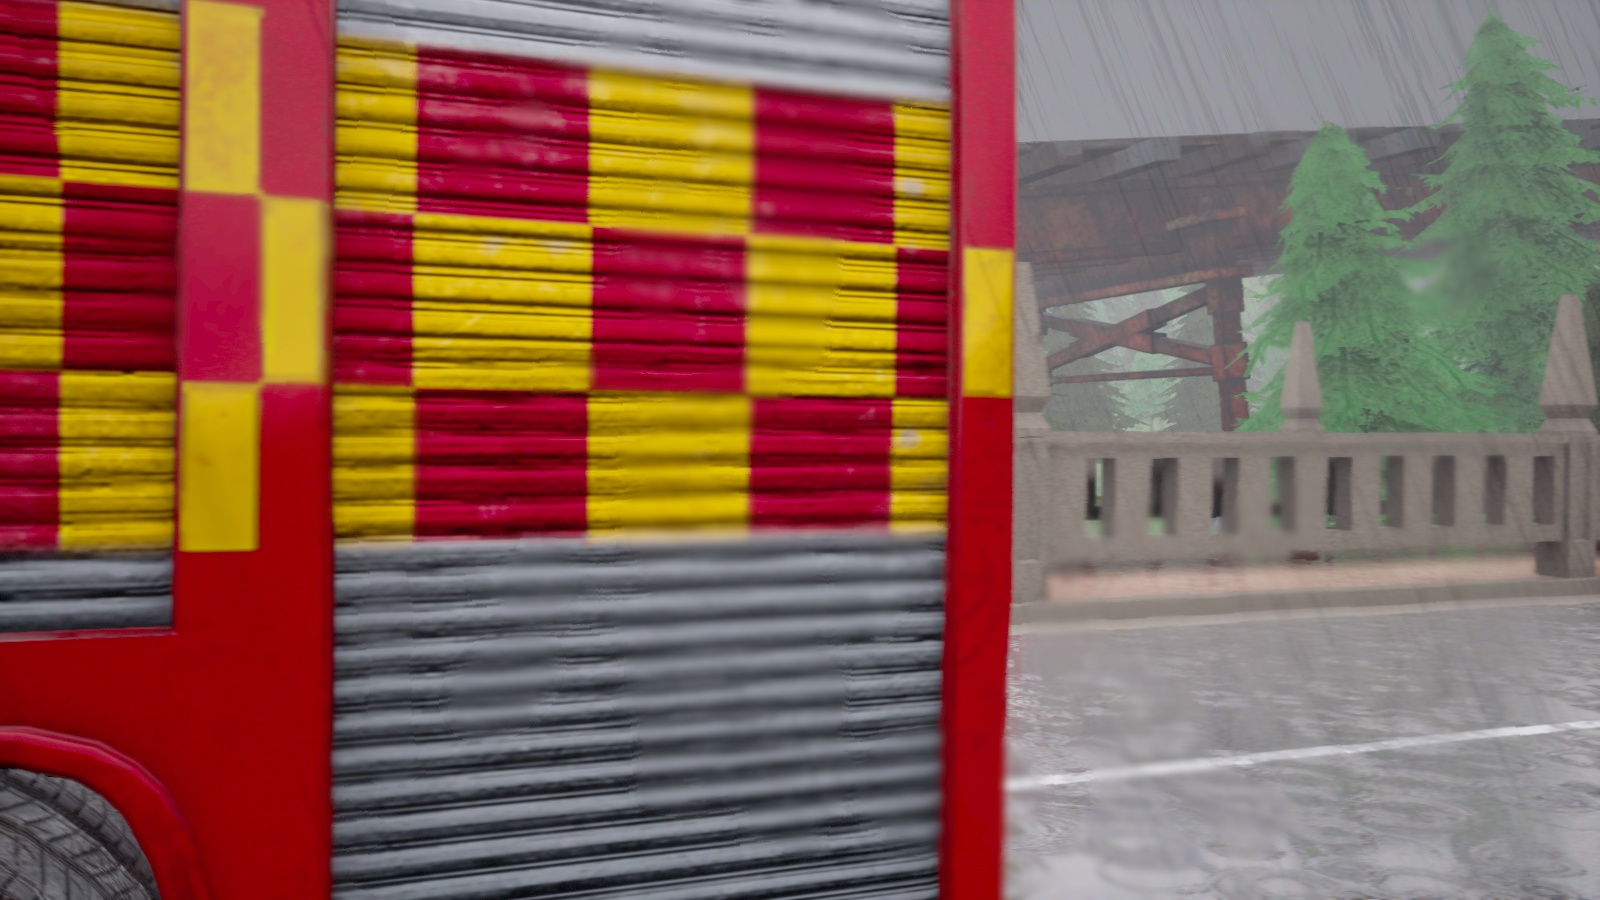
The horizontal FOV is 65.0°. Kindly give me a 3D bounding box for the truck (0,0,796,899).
[{"bbox_3d":[-4.488,-0.324,1.521,8.468,3.827,2.891,-1,1,-21],"label":"truck"}]
